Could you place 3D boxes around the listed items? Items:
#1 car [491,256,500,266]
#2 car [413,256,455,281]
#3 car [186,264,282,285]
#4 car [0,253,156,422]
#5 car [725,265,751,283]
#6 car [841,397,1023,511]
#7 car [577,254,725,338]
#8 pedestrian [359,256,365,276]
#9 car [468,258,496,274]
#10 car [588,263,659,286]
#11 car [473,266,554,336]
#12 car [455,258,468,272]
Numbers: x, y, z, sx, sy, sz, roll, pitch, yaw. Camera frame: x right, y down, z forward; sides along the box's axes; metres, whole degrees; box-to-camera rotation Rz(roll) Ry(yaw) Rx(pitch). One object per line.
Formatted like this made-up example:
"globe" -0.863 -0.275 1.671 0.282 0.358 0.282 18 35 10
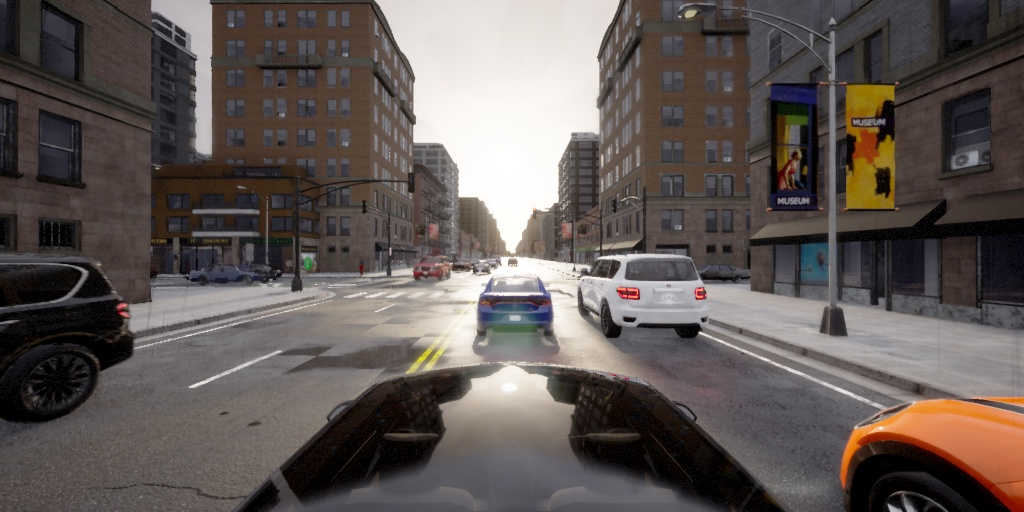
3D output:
"car" -3.289 1.216 55.049 1.882 1.535 5.008 0 0 0
"car" -6.571 0.989 30.075 2.150 2.045 5.566 0 -1 0
"car" -19.624 1.288 25.241 5.357 1.411 2.033 0 0 0
"car" -6.601 0.973 2.873 2.150 2.045 5.566 0 0 0
"car" 15.868 1.334 28.321 5.357 1.411 2.033 0 0 0
"car" 3.343 1.102 0.584 2.097 1.767 4.553 0 0 0
"car" 3.341 0.971 10.294 2.150 2.045 5.566 0 0 0
"pedestrian" -14.110 0.915 33.569 0.375 1.860 0.375 0 0 0
"car" -3.313 1.236 39.951 2.128 1.511 4.902 0 0 0
"car" 7.881 1.281 25.799 4.674 1.442 1.812 0 0 10
"car" 0.090 1.227 10.436 1.882 1.535 5.008 0 0 0
"car" -6.551 1.093 46.885 2.097 1.767 4.553 0 0 0
